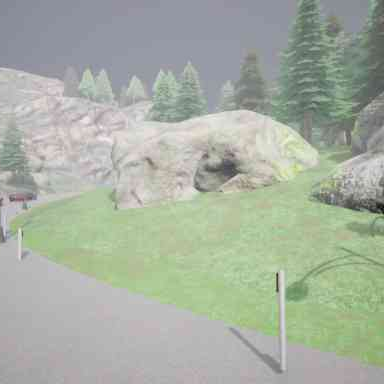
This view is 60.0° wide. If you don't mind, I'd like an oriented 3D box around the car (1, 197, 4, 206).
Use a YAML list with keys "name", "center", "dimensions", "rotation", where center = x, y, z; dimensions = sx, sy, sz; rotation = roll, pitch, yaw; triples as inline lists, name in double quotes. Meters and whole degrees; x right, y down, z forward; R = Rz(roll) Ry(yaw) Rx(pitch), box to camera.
- name: "car"
  center: [-20.914, 0.784, 34.037]
  dimensions: [1.882, 1.535, 5.008]
  rotation: [0, 2, -11]

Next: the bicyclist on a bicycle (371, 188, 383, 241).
- name: "bicyclist on a bicycle"
  center: [5.554, 0.472, 9.249]
  dimensions: [1.656, 1.620, 0.582]
  rotation: [-11, 11, -21]

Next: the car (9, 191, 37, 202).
- name: "car"
  center: [-22.209, 0.503, 43.875]
  dimensions: [1.994, 1.385, 4.181]
  rotation: [0, 2, 0]
